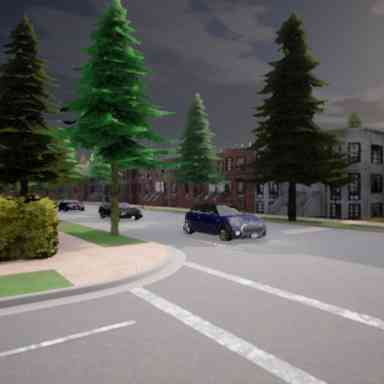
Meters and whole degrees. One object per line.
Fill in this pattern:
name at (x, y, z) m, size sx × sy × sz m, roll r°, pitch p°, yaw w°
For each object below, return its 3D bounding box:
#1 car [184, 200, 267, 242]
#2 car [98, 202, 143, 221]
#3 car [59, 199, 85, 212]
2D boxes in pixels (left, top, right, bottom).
car at (1.501, 1.315, 16.388) m, size 2.097 × 1.767 × 4.553 m, roll 0°, pitch 0°, yaw -34°
car at (-5.899, 1.512, 26.778) m, size 2.033 × 1.411 × 5.357 m, roll 0°, pitch 0°, yaw -36°
car at (-13.594, 1.528, 37.483) m, size 1.994 × 1.385 × 4.181 m, roll 0°, pitch 0°, yaw -36°
